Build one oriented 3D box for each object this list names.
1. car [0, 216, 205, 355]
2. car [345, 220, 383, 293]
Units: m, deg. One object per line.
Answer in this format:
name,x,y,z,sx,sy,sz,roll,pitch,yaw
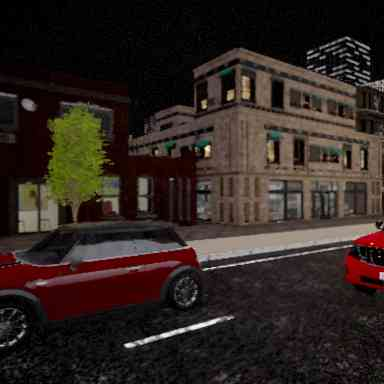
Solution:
car,-2.013,1.368,6.223,4.553,1.767,2.097,1,0,-35
car,5.993,1.287,7.889,5.566,2.045,2.150,1,0,-35
